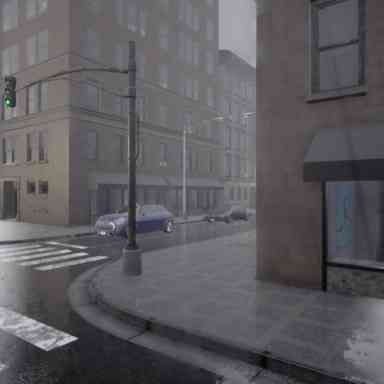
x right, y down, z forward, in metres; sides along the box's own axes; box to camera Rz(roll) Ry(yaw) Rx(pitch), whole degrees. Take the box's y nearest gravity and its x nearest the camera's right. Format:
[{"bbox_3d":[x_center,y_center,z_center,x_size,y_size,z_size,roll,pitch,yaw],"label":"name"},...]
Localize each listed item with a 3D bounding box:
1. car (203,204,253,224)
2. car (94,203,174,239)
[{"bbox_3d":[3.009,1.682,26.533,2.033,1.411,5.357,0,0,35],"label":"car"},{"bbox_3d":[-3.027,1.429,18.032,2.097,1.767,4.553,0,0,35],"label":"car"}]
